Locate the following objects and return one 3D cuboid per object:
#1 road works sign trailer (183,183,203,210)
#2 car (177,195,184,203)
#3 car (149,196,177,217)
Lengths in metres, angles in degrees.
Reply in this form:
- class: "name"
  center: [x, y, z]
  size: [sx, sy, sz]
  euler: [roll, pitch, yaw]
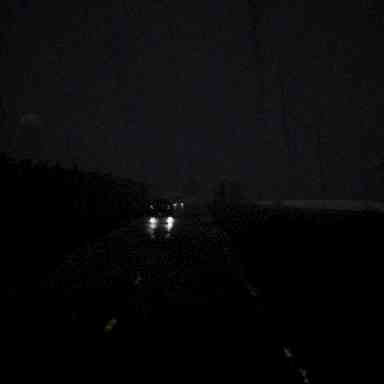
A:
- class: "road works sign trailer"
  center: [-0.007, 0.537, 44.531]
  size: [2.380, 3.560, 2.880]
  euler: [0, 0, 0]
- class: "car"
  center: [-2.762, 1.532, 73.091]
  size: [1.837, 1.490, 4.892]
  euler: [0, 0, 0]
- class: "car"
  center: [-2.851, 1.393, 31.970]
  size: [2.097, 1.767, 4.553]
  euler: [0, 0, 0]
